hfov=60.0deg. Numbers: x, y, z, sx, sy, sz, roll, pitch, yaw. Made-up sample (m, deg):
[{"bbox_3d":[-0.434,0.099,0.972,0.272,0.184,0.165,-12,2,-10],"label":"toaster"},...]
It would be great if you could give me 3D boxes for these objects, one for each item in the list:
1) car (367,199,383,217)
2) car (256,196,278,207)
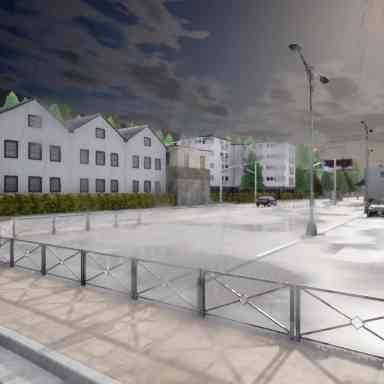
[{"bbox_3d":[15.390,1.298,26.833,2.007,1.523,4.514,0,0,35],"label":"car"},{"bbox_3d":[10.641,1.313,47.153,1.837,1.490,4.892,0,0,32],"label":"car"}]
